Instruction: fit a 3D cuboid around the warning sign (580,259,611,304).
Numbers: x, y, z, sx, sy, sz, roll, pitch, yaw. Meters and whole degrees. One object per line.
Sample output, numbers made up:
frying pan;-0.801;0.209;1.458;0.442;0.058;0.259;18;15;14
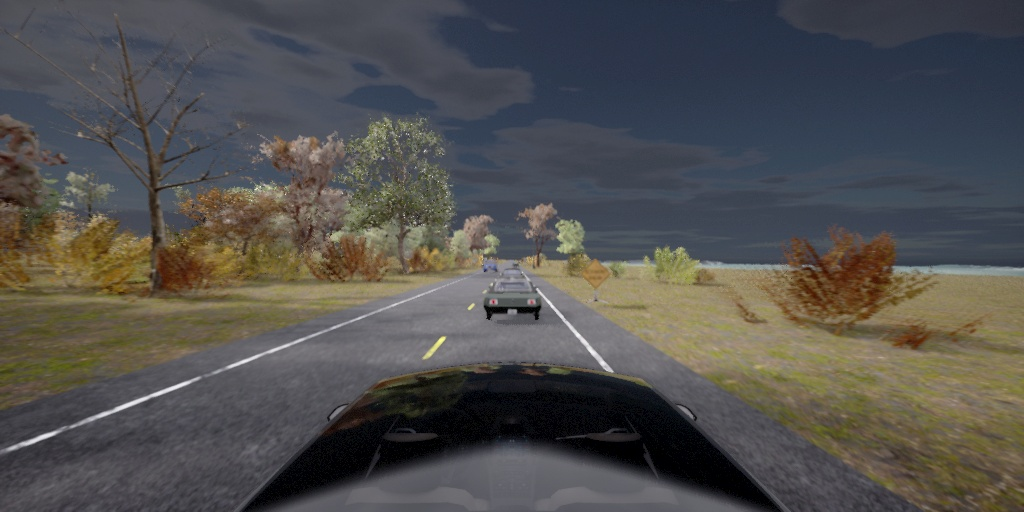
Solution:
warning sign;3.552;1.045;15.202;1.300;1.860;1.060;0;0;0

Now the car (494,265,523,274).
car;0.026;1.633;27.021;2.033;1.411;5.357;0;-1;1

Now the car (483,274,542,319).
car;0.039;1.508;13.543;1.895;1.301;4.718;0;-1;1

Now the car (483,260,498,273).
car;-3.543;1.725;59.190;2.150;2.045;5.566;0;-1;1
